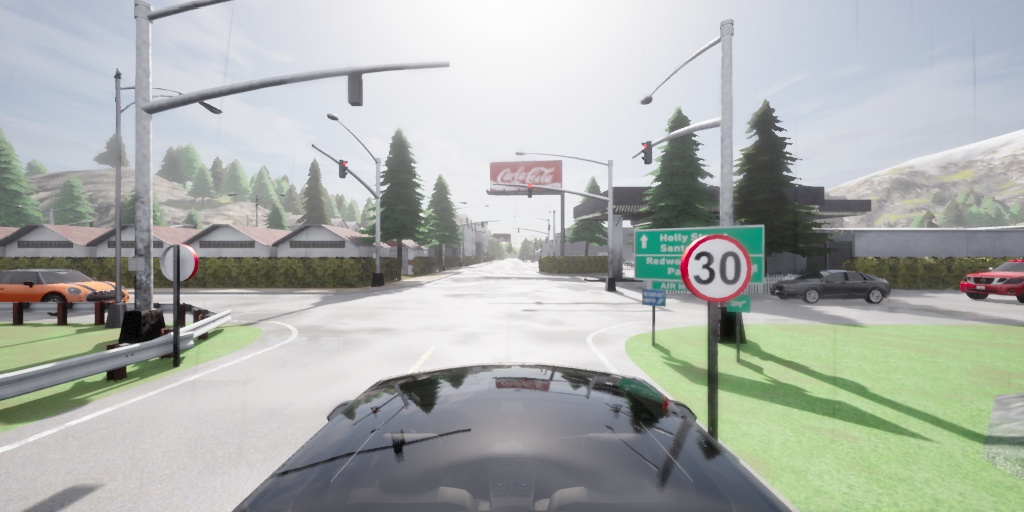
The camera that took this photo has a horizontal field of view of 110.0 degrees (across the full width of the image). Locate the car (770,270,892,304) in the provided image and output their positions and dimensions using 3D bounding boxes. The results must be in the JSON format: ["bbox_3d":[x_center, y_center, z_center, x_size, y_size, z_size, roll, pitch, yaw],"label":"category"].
[{"bbox_3d":[15.207,1.446,17.262,4.892,1.490,1.837,0,0,1],"label":"car"}]

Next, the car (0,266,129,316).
[{"bbox_3d":[-17.970,1.294,14.011,4.553,1.767,2.097,0,0,1],"label":"car"}]

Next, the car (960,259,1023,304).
[{"bbox_3d":[25.177,1.163,17.127,5.566,2.045,2.150,0,0,0],"label":"car"}]
